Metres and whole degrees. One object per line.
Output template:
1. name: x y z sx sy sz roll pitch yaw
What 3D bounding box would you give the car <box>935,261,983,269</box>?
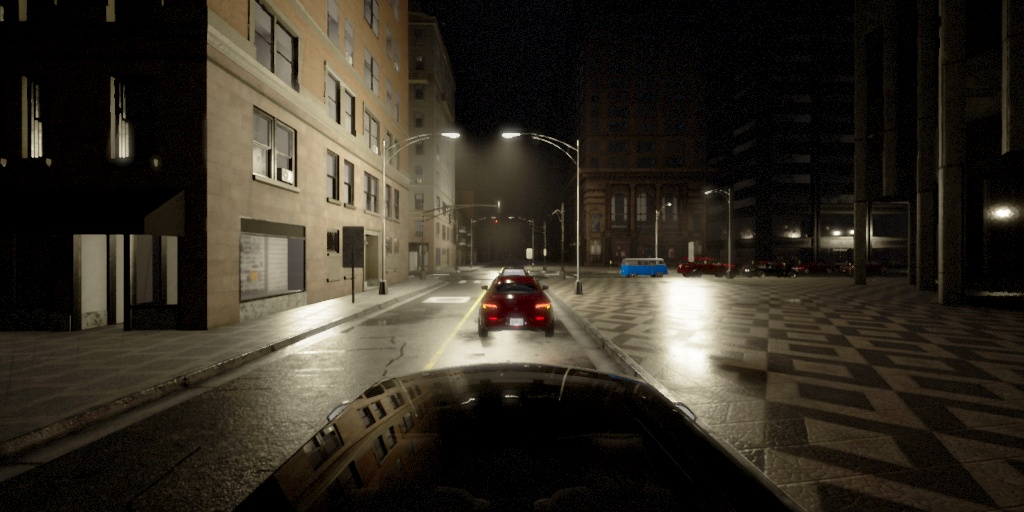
1. car: 39.947 1.182 32.326 4.097 1.591 1.967 0 0 -1

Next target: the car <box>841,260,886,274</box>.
1. car: 39.848 1.175 40.851 4.097 1.591 1.967 0 0 -1

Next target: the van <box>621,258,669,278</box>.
1. van: 11.749 1.097 31.916 3.998 1.789 1.690 0 0 -1

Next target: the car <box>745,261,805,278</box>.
1. car: 23.030 1.318 32.080 4.313 1.339 1.948 0 0 -1

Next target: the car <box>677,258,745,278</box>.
1. car: 17.390 1.070 31.998 5.009 1.841 2.192 0 0 -1

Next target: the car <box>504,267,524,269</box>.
1. car: 0.114 1.298 19.977 1.994 1.385 4.181 0 0 0

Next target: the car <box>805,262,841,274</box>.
1. car: 34.209 1.320 40.769 4.207 1.307 1.802 0 0 -1

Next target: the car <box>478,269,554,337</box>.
1. car: 0.097 1.269 10.105 1.812 1.442 4.674 0 0 0
